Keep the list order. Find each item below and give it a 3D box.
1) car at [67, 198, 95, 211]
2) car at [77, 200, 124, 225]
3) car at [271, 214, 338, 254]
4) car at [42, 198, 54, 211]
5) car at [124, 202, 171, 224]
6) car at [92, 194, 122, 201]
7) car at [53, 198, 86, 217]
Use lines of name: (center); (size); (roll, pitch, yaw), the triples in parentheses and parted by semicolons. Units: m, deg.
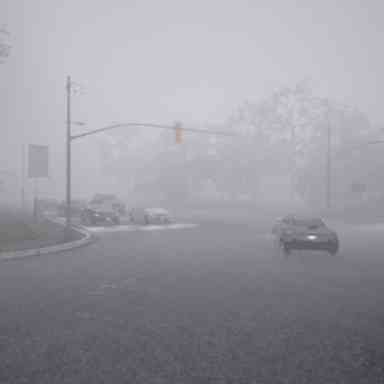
car: (-14.265, 1.525, 42.496); (2.033, 1.411, 5.357); (0, 0, -33)
car: (-6.778, 1.536, 24.317); (1.812, 1.442, 4.674); (0, 0, -31)
car: (4.515, 1.578, 13.735); (1.994, 1.385, 4.181); (0, 0, 8)
car: (-17.417, 1.449, 40.907); (1.882, 1.535, 5.008); (0, 0, -34)
car: (-3.330, 1.540, 25.408); (1.812, 1.442, 4.674); (0, 0, -32)
car: (-8.524, 1.229, 33.605); (2.150, 2.045, 5.566); (0, 0, -33)
car: (-11.738, 1.508, 32.131); (1.837, 1.490, 4.892); (0, 0, -32)
